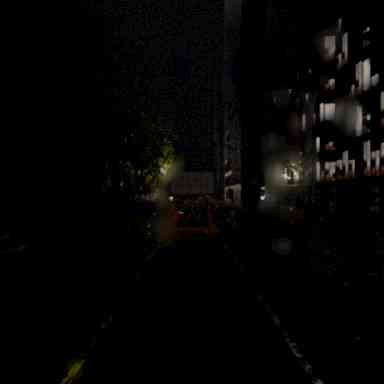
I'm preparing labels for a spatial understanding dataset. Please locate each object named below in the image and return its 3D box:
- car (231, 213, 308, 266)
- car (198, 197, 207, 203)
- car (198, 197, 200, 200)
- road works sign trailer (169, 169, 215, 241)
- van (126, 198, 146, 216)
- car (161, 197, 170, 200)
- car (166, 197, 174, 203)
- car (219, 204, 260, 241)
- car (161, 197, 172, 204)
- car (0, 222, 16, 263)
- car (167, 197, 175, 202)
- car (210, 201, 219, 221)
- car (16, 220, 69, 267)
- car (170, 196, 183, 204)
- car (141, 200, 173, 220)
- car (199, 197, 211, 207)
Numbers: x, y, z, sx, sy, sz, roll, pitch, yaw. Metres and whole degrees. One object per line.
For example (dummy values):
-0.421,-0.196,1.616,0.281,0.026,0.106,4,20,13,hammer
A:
2.690,1.645,11.730,1.947,1.339,4.313,0,0,0,car
2.669,1.993,85.589,1.947,1.339,4.313,0,0,0,car
2.672,1.933,74.227,1.887,1.381,4.507,0,0,0,car
0.011,0.579,17.475,2.380,3.560,2.880,0,0,0,road works sign trailer
-5.696,1.552,34.467,1.690,1.788,3.998,0,0,0,van
-5.705,1.888,62.879,1.887,1.381,4.507,0,0,0,car
-5.711,1.952,85.441,1.752,1.417,4.829,0,0,0,car
2.689,1.554,17.412,1.967,1.590,4.097,0,0,0,car
-5.709,1.939,74.246,2.008,1.369,4.403,0,0,0,car
-5.688,1.357,6.051,2.192,1.841,5.009,0,0,0,car
-5.713,1.996,91.294,2.008,1.369,4.403,0,0,0,car
2.685,1.706,28.947,1.752,1.417,4.829,0,0,0,car
-5.691,1.661,11.731,1.802,1.307,4.206,0,0,0,car
-3.023,1.714,71.564,2.097,1.767,4.553,0,0,0,car
-3.107,1.753,30.379,1.994,1.385,4.181,0,0,0,car
2.677,1.901,57.183,1.802,1.307,4.206,0,0,0,car
